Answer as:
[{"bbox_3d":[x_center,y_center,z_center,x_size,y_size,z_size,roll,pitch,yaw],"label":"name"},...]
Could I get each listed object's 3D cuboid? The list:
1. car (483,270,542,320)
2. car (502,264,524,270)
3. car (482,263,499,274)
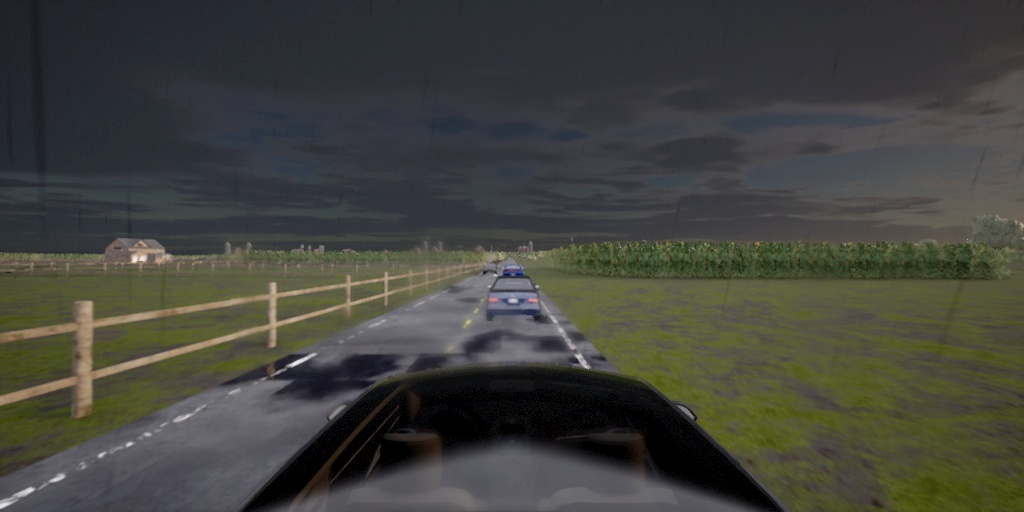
[{"bbox_3d":[0.064,1.412,13.182,2.033,1.411,5.357,0,-1,0],"label":"car"},{"bbox_3d":[0.083,1.540,34.538,1.882,1.535,5.008,0,-1,0],"label":"car"},{"bbox_3d":[-2.846,1.681,47.637,1.837,1.490,4.892,0,-1,0],"label":"car"}]
